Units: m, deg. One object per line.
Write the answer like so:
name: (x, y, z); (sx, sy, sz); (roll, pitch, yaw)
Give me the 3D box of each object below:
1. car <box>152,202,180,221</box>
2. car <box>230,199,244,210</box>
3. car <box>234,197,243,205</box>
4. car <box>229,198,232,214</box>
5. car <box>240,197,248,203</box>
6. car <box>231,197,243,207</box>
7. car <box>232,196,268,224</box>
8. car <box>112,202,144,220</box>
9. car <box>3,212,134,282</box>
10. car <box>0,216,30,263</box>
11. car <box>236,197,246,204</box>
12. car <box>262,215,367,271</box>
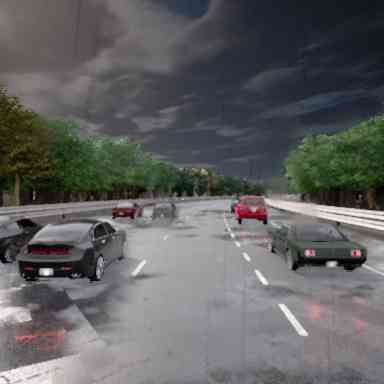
car: (-2.251, 1.676, 29.198); (1.837, 1.490, 4.892); (0, 0, 4)
car: (6.663, 1.847, 49.399); (2.033, 1.411, 5.357); (0, 0, 7)
car: (9.900, 1.916, 70.500); (1.882, 1.535, 5.008); (0, 0, 10)
car: (5.468, 1.739, 38.821); (2.163, 1.488, 4.792); (0, 0, 6)
car: (14.251, 2.150, 91.398); (1.994, 1.385, 4.181); (0, 0, 13)
car: (8.141, 1.798, 59.971); (2.033, 1.649, 4.856); (0, 0, 9)
car: (4.543, 1.381, 26.057); (2.150, 2.045, 5.566); (0, 0, 4)
car: (-5.700, 1.650, 30.048); (1.882, 1.535, 5.008); (0, 0, 4)
car: (-3.223, 1.560, 9.910); (1.837, 1.490, 4.892); (0, 0, 1)
car: (-6.663, 1.589, 12.034); (1.812, 1.442, 4.674); (0, 0, 2)
car: (11.936, 1.943, 80.978); (2.033, 1.649, 4.856); (0, 0, 12)
car: (3.809, 1.672, 11.128); (1.895, 1.301, 4.718); (0, 0, 2)
